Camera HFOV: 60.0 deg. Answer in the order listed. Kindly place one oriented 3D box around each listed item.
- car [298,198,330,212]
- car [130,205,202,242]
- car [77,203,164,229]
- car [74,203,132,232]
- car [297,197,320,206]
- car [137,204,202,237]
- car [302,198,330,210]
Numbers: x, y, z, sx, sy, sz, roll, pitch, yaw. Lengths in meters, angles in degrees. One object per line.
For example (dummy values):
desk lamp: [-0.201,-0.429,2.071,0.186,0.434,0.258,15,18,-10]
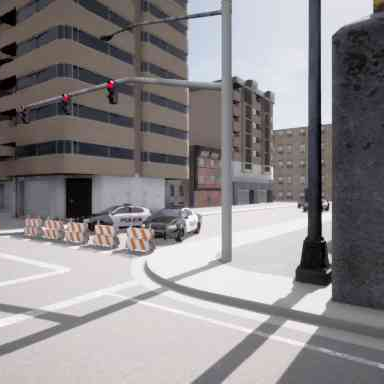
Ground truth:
car: [14.326,1.453,38.329,2.038,1.542,4.974,0,0,36]
car: [-0.949,1.453,16.553,2.038,1.542,4.974,0,0,16]
car: [-4.097,1.295,19.264,4.536,1.218,1.853,0,0,-29]
car: [-4.142,1.453,19.238,4.974,1.542,2.038,0,0,-29]
car: [16.564,1.295,47.289,1.853,1.218,4.536,0,0,36]
car: [-0.936,1.295,16.603,1.853,1.218,4.536,0,0,16]
car: [14.356,1.295,38.371,1.853,1.218,4.536,0,0,36]
